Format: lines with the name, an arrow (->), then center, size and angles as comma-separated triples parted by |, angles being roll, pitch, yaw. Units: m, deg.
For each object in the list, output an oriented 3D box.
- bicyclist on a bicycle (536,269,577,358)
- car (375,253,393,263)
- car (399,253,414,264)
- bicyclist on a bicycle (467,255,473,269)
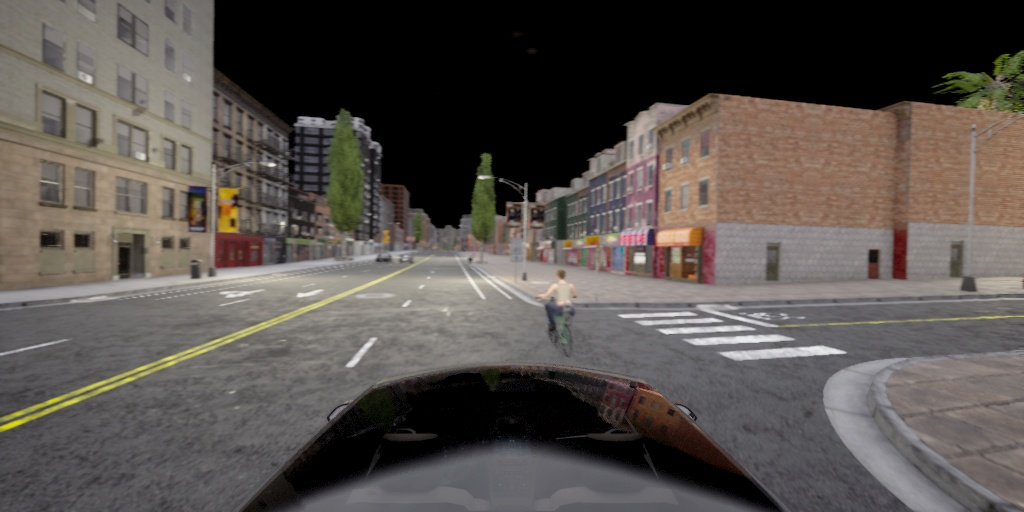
bicyclist on a bicycle -> 0.939, 1.059, 7.091 | 0.866, 1.612, 1.509 | 0, 1, -9
car -> -19.231, 0.277, 54.068 | 1.882, 1.535, 5.008 | 1, 1, -10
car -> -16.028, 0.352, 54.617 | 2.128, 1.511, 4.902 | 1, 1, -10
bicyclist on a bicycle -> -4.715, 0.731, 40.385 | 0.659, 1.776, 1.843 | 1, 1, -9
